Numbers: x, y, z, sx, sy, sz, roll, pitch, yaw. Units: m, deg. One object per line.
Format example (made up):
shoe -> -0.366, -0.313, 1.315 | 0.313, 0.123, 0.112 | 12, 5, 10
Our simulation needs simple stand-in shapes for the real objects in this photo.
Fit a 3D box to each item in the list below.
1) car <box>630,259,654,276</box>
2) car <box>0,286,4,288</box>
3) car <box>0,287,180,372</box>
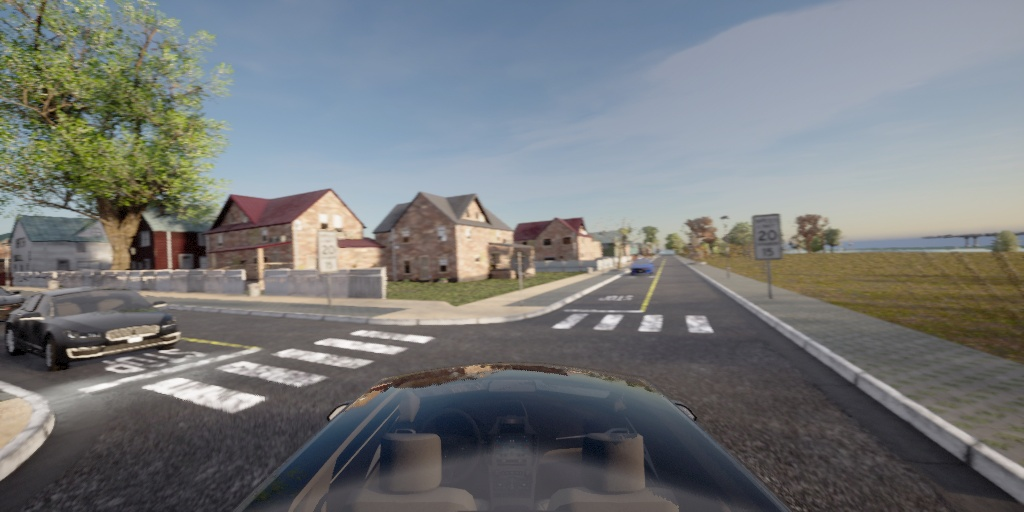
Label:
car -> 12.302, 1.025, 33.907 | 1.882, 1.535, 5.008 | -3, -1, 23
car -> -19.439, 1.713, 12.767 | 5.008, 1.535, 1.882 | -1, 0, 24
car -> -9.810, 1.508, 8.365 | 4.892, 1.490, 1.837 | -2, 0, 27
